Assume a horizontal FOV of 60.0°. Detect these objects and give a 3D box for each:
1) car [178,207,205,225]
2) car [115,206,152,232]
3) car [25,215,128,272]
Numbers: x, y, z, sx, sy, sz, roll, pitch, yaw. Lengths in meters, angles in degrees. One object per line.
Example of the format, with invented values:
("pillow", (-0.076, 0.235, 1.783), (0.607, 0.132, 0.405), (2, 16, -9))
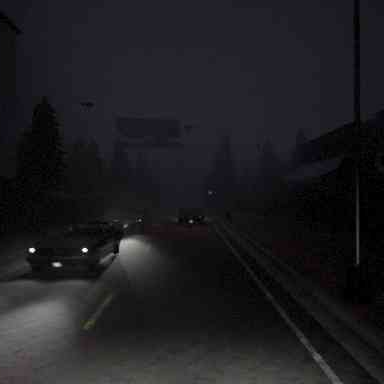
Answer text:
("car", (-0.067, 1.778, 25.336), (1.895, 1.301, 4.718), (0, 0, 0))
("car", (-3.700, 1.643, 21.123), (2.128, 1.511, 4.902), (0, 0, 0))
("car", (-3.664, 1.684, 11.235), (1.895, 1.301, 4.718), (0, 0, 0))
